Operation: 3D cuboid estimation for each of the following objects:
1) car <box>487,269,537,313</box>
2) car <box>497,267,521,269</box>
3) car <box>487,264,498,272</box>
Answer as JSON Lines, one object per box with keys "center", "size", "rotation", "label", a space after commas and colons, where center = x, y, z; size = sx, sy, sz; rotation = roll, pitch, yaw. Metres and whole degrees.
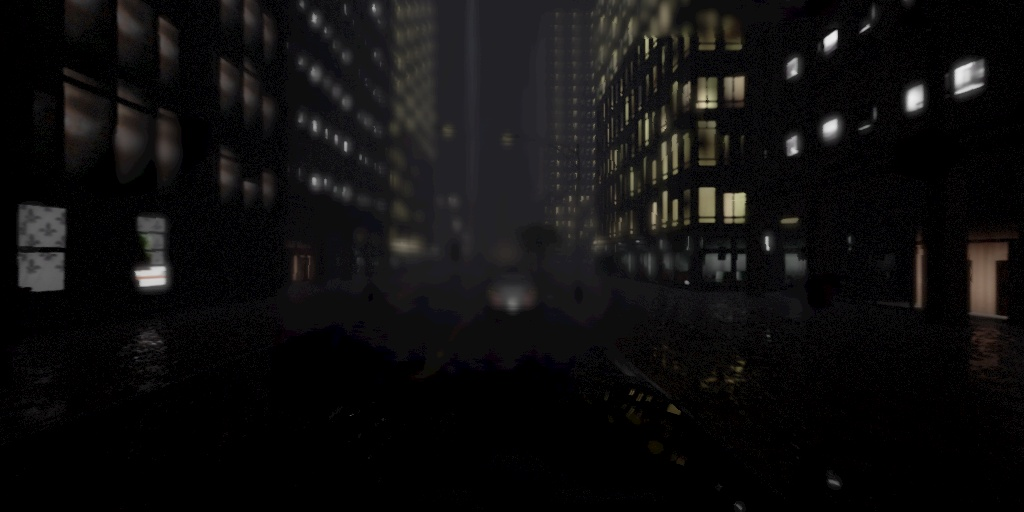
{"center": [0.047, 1.447, 14.789], "size": [1.812, 1.442, 4.674], "rotation": [0, 0, 0], "label": "car"}
{"center": [0.036, 1.619, 29.166], "size": [1.837, 1.490, 4.892], "rotation": [0, 0, 0], "label": "car"}
{"center": [-3.068, 2.081, 59.289], "size": [2.033, 1.411, 5.357], "rotation": [0, -1, 1], "label": "car"}
